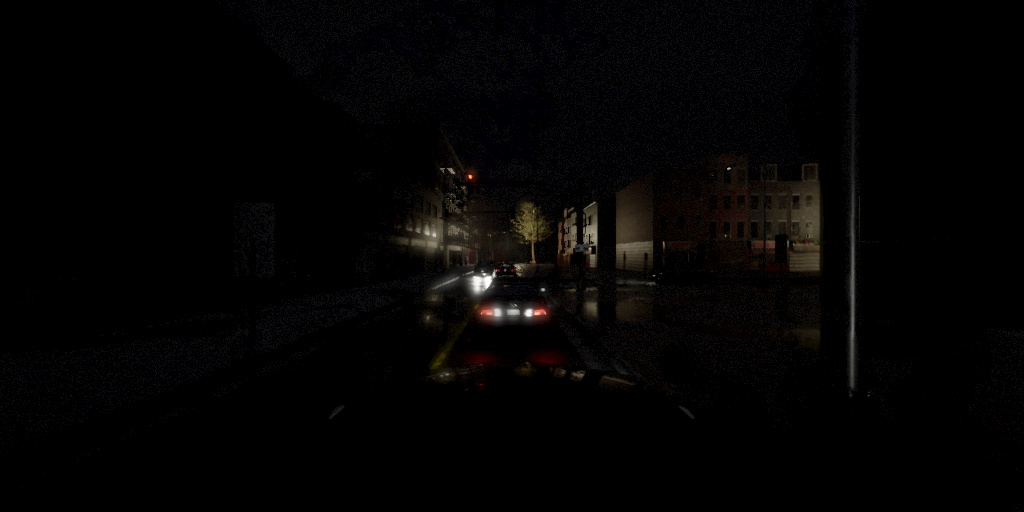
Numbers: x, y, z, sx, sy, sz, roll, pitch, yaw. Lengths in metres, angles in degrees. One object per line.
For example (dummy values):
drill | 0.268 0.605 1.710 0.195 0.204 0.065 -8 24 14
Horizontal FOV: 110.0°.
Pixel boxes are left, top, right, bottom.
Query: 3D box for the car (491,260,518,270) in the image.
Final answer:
car | -0.464 1.303 34.030 2.033 1.411 5.357 0 0 3

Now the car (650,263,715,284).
car | 12.317 1.237 26.051 4.181 1.385 1.994 0 0 0

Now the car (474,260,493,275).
car | -2.917 1.250 37.946 2.128 1.511 4.902 0 0 0

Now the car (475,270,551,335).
car | 0.046 1.297 10.448 2.033 1.411 5.357 0 0 0

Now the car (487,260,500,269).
car | -2.959 1.343 57.776 1.994 1.385 4.181 0 0 -1

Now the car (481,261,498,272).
car | -2.942 1.331 47.779 1.994 1.385 4.181 0 0 0
